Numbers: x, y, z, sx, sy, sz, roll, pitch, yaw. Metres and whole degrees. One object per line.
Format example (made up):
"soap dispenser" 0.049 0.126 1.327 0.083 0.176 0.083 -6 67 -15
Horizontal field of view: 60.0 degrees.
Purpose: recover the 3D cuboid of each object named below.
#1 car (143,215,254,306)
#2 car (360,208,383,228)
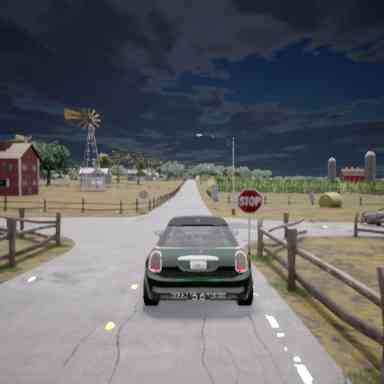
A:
"car" 0.121 1.339 8.160 2.097 1.767 4.553 0 0 0
"car" 14.491 1.685 23.460 4.892 1.490 1.837 1 2 0
